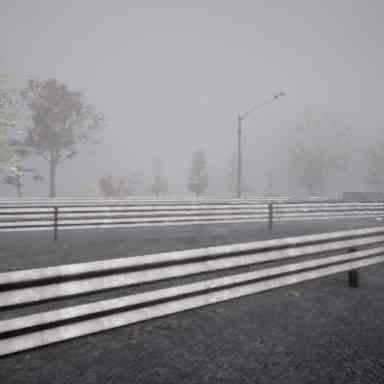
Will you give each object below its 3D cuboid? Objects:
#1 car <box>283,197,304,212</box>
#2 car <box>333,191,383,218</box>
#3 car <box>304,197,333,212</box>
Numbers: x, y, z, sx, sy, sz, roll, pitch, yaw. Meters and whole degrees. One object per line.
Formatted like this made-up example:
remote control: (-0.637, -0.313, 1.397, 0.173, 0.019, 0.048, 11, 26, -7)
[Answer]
car: (11.230, 1.229, 32.963, 4.902, 1.511, 2.128, 0, 0, -23)
car: (14.478, 0.955, 26.747, 5.566, 2.045, 2.150, 0, 0, -23)
car: (12.845, 1.240, 29.840, 4.892, 1.490, 1.837, 0, 0, -23)
